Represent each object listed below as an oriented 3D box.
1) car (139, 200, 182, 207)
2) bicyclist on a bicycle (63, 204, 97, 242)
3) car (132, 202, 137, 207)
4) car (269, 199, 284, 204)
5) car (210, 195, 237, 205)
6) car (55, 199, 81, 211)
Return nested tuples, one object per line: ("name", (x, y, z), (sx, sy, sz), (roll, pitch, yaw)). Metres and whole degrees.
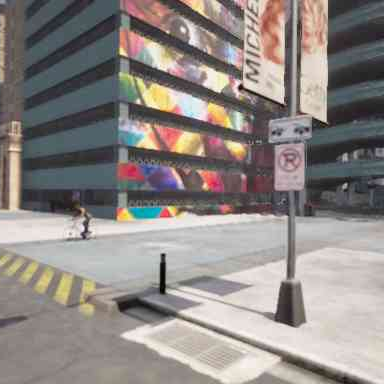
("car", (-2.841, 1.559, 34.008), (4.674, 1.452, 2.002), (0, -1, 43))
("bicyclist on a bicycle", (-4.883, 1.353, 14.618), (0.582, 1.620, 1.656), (0, 0, 43))
("car", (-6.368, 1.759, 47.511), (4.718, 1.301, 1.895), (0, -1, 43))
("car", (23.854, 2.577, 92.309), (4.892, 1.521, 2.231), (0, -1, 43))
("car", (5.634, 1.613, 61.619), (5.566, 2.045, 2.435), (0, -1, 43))
("car", (-14.576, 1.524, 39.306), (4.786, 1.482, 2.161), (0, -1, 43))
